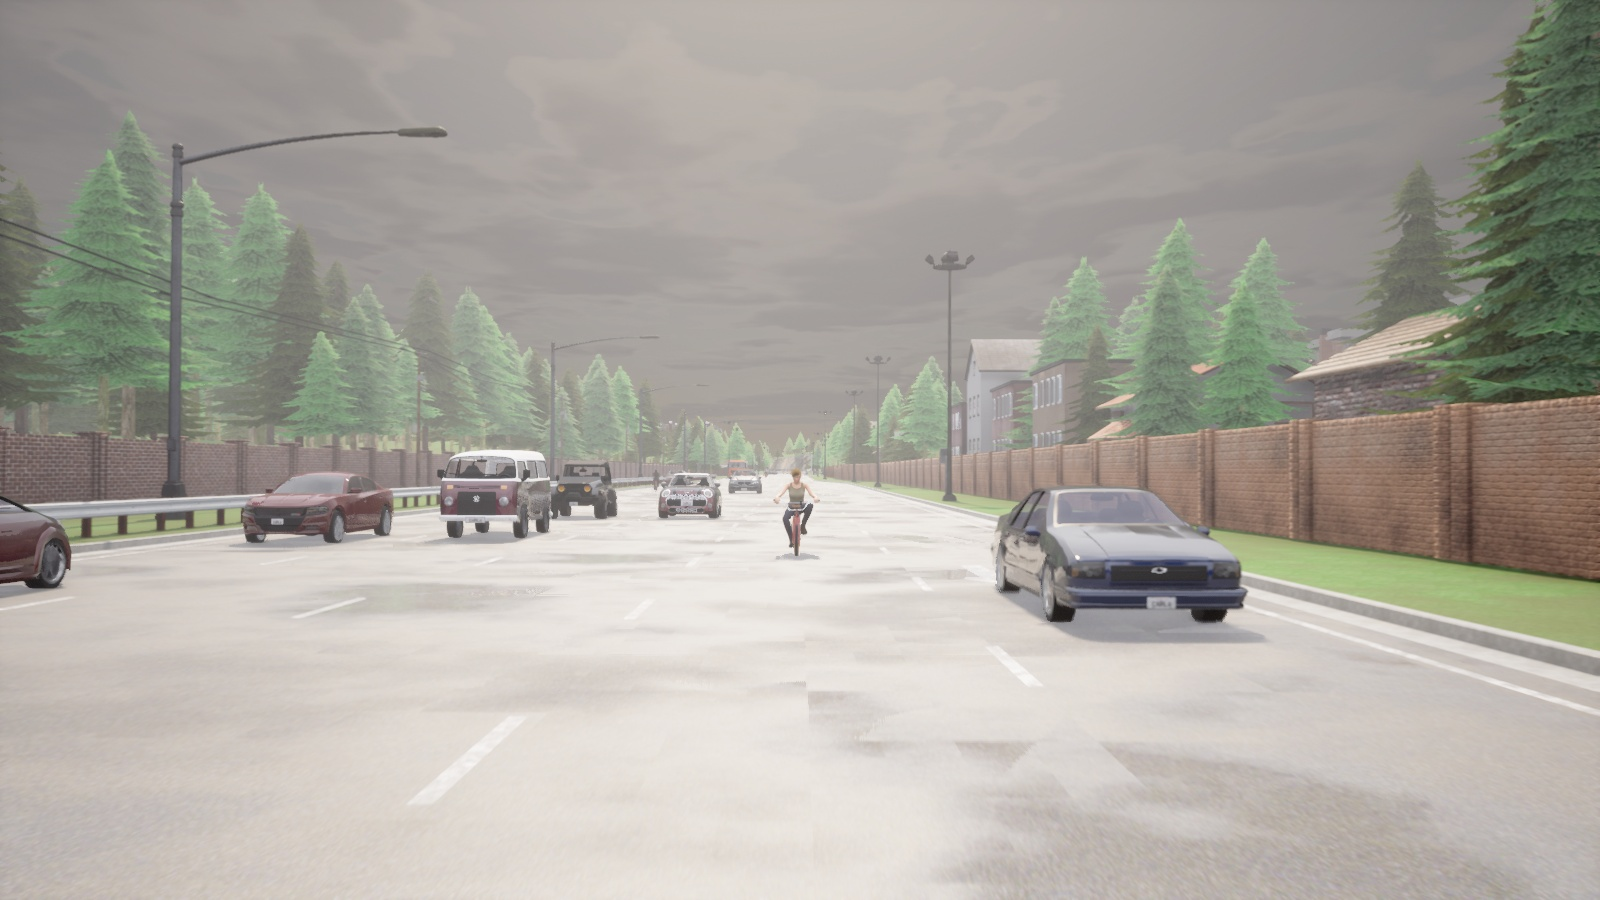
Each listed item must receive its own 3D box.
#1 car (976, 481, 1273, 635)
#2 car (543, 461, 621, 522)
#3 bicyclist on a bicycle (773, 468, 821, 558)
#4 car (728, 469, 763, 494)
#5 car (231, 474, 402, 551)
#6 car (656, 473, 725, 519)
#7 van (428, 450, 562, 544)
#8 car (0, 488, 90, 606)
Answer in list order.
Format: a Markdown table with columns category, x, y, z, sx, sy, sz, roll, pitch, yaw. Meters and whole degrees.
| category | x | y | z | sx | sy | sz | roll | pitch | yaw |
| --- | --- | --- | --- | --- | --- | --- | --- | --- | --- |
| car | 3.466 | 1.093 | 14.641 | 2.033 | 1.411 | 5.357 | 0 | -1 | 0 |
| car | -7.103 | 1.329 | 41.202 | 1.905 | 1.878 | 3.866 | 0 | -1 | 0 |
| bicyclist on a bicycle | -0.053 | 1.140 | 23.223 | 0.866 | 1.612 | 1.509 | 0 | -1 | 0 |
| car | -3.714 | 2.114 | 86.024 | 2.242 | 1.667 | 4.611 | 0 | -1 | 0 |
| car | -10.570 | 1.301 | 27.887 | 1.882 | 1.535 | 5.008 | 0 | -1 | 0 |
| car | -3.604 | 1.494 | 41.769 | 1.970 | 1.475 | 3.806 | 0 | -1 | 0 |
| van | -7.075 | 1.062 | 29.632 | 2.069 | 2.038 | 4.480 | 0 | -1 | 0 |
| car | -10.537 | 1.168 | 14.772 | 1.994 | 1.385 | 4.181 | 0 | -1 | 0 |
